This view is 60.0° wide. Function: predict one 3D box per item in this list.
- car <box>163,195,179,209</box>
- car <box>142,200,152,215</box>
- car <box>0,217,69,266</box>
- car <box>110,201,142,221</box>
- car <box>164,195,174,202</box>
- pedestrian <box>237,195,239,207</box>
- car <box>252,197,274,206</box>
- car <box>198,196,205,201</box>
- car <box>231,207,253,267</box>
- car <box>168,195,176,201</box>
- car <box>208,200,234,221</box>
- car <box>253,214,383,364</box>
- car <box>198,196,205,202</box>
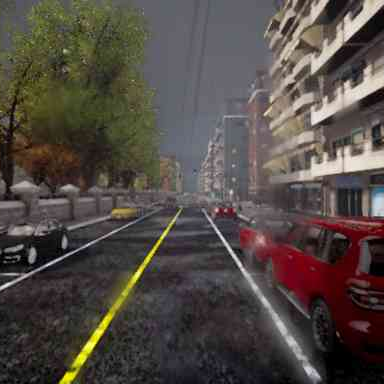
[{"bbox_3d":[-3.010,1.512,49.078,2.097,1.767,4.553,0,0,0],"label":"car"},{"bbox_3d":[-5.689,1.656,34.024,2.008,1.369,4.403,0,0,0],"label":"car"},{"bbox_3d":[-5.691,1.584,11.503,2.008,1.369,4.403,0,0,0],"label":"car"},{"bbox_3d":[-5.690,1.610,28.224,1.752,1.417,4.829,0,0,0],"label":"car"},{"bbox_3d":[-5.689,1.612,83.222,2.192,1.841,5.009,0,0,0],"label":"car"},{"bbox_3d":[7.139,1.388,51.842,0.375,1.860,0.375,0,0,0],"label":"pedestrian"},{"bbox_3d":[14.619,1.817,66.647,5.009,1.841,2.192,1,-1,0],"label":"car"},{"bbox_3d":[2.693,1.891,94.291,1.887,1.381,4.507,0,0,0],"label":"car"},{"bbox_3d":[2.689,1.473,11.504,1.967,1.590,4.097,0,0,0],"label":"car"},{"bbox_3d":[-5.687,1.786,94.292,1.967,1.590,4.097,0,0,0],"label":"car"},{"bbox_3d":[2.690,1.526,28.394,1.967,1.590,4.097,0,0,0],"label":"car"},{"bbox_3d":[2.688,1.332,5.873,2.192,1.841,5.009,0,0,0],"label":"car"},{"bbox_3d":[2.693,1.847,88.926,1.752,1.417,4.829,0,0,0],"label":"car"}]
